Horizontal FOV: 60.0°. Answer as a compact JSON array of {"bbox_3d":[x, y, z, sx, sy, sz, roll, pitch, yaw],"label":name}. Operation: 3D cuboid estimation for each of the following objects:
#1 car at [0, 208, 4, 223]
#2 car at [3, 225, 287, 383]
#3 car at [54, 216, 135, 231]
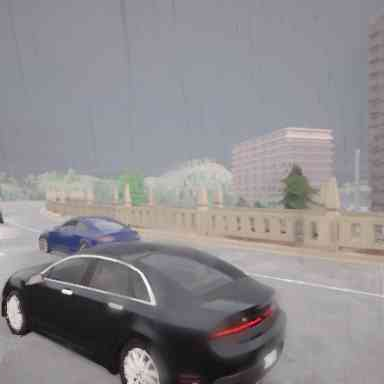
[{"bbox_3d":[-15.572,1.616,25.338,1.812,1.442,4.674,0,0,-36],"label":"car"},{"bbox_3d":[-1.072,1.527,5.036,4.892,1.490,1.837,0,0,38],"label":"car"},{"bbox_3d":[-3.710,1.574,11.890,4.674,1.442,1.812,0,0,42],"label":"car"}]
